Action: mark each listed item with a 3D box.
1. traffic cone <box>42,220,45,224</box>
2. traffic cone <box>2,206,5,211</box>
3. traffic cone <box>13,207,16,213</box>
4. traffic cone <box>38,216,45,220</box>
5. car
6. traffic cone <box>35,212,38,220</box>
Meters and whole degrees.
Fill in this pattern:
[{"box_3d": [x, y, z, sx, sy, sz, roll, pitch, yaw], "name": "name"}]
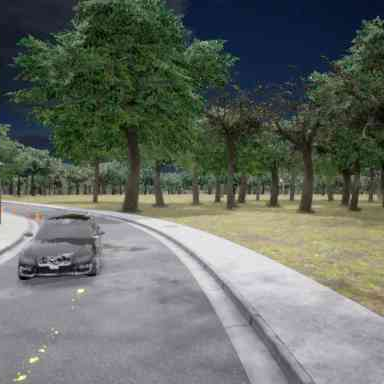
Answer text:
[{"box_3d": [-7.810, 1.919, 17.547, 0.340, 0.580, 0.340, 0, 0, -21], "name": "traffic cone"}, {"box_3d": [-21.247, 1.825, 37.433, 0.340, 0.580, 0.340, 0, 0, -41], "name": "traffic cone"}, {"box_3d": [-17.966, 1.845, 33.660, 0.340, 0.580, 0.340, 0, 0, -41], "name": "traffic cone"}, {"box_3d": [-9.760, 1.901, 21.895, 0.340, 0.580, 0.340, 0, 0, -27], "name": "traffic cone"}, {"box_3d": [-3.728, 1.494, 10.086, 1.837, 1.490, 4.892, 1, 0, -13], "name": "car"}, {"box_3d": [-12.112, 1.883, 26.039, 0.340, 0.580, 0.340, 0, 0, -32], "name": "traffic cone"}]
